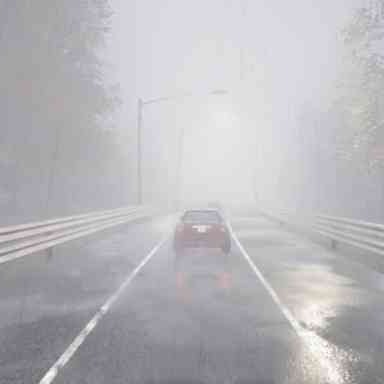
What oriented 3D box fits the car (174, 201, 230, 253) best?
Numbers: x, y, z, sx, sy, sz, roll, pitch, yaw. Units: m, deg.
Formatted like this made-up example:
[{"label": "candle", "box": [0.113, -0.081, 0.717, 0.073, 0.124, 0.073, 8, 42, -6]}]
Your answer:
[{"label": "car", "box": [0.448, 1.434, 14.329, 2.097, 1.767, 4.553, 0, 0, 2]}]
